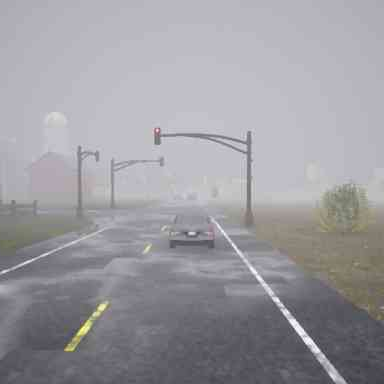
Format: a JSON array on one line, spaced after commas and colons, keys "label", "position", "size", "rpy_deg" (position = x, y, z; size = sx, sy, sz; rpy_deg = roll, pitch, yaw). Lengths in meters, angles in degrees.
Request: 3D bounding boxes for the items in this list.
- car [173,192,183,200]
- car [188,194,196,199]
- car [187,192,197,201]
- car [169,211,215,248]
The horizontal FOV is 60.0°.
[{"label": "car", "position": [-3.499, 1.080, 85.182], "size": [2.150, 2.045, 5.566], "rpy_deg": [0, 0, 0]}, {"label": "car", "position": [0.000, 1.349, 93.959], "size": [1.994, 1.385, 4.181], "rpy_deg": [0, 0, 0]}, {"label": "car", "position": [0.001, 1.110, 80.236], "size": [2.150, 2.045, 5.566], "rpy_deg": [0, 0, 0]}, {"label": "car", "position": [0.000, 1.559, 14.650], "size": [2.033, 1.411, 5.357], "rpy_deg": [0, 0, 0]}]
